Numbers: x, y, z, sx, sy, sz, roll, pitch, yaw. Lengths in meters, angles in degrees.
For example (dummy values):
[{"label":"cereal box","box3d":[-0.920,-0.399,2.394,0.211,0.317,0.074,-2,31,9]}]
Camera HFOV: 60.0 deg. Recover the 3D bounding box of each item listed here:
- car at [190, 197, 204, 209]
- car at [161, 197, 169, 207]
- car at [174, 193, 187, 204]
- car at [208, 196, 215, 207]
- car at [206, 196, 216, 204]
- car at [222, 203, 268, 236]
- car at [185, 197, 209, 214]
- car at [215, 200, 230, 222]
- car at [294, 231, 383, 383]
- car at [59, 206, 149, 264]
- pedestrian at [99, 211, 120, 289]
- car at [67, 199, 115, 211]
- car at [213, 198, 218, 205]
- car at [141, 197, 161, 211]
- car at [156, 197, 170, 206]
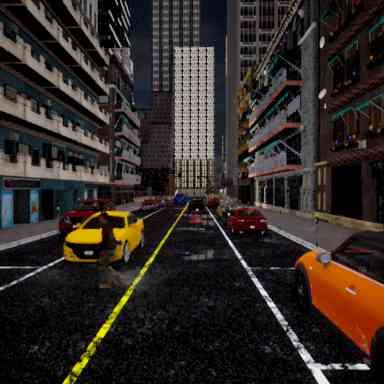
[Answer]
[{"label":"car","box3d":[0.673,1.474,46.193,1.882,1.535,5.008,0,0,1]},{"label":"car","box3d":[-5.039,1.437,51.382,1.967,1.590,4.097,-1,0,1]},{"label":"car","box3d":[-2.197,1.224,63.094,2.150,2.045,5.566,0,0,1]},{"label":"car","box3d":[3.342,1.541,51.260,1.887,1.381,4.507,-1,0,1]},{"label":"car","box3d":[3.486,1.523,62.476,1.752,1.417,4.829,-1,0,1]},{"label":"car","box3d":[2.916,1.542,18.122,1.887,1.381,4.507,-1,0,1]},{"label":"car","box3d":[0.547,1.502,35.415,1.837,1.490,4.892,0,0,1]},{"label":"car","box3d":[2.987,1.547,23.645,2.008,1.369,4.403,-1,0,1]},{"label":"car","box3d":[3.062,1.350,4.846,2.097,1.767,4.553,0,0,1]},{"label":"car","box3d":[-2.946,1.475,12.066,1.882,1.535,5.008,0,0,1]},{"label":"pedestrian","box3d":[-1.974,1.292,7.710,0.375,1.860,0.375,-1,1,1]},{"label":"car","box3d":[-5.467,1.312,18.243,2.192,1.841,5.009,-1,0,1]},{"label":"car","box3d":[3.060,1.521,29.338,1.752,1.417,4.829,-1,0,1]},{"label":"car","box3d":[-5.180,1.578,40.336,1.802,1.307,4.206,-1,0,1]},{"label":"car","box3d":[-4.966,1.542,56.905,1.887,1.381,4.507,-1,0,1]}]
